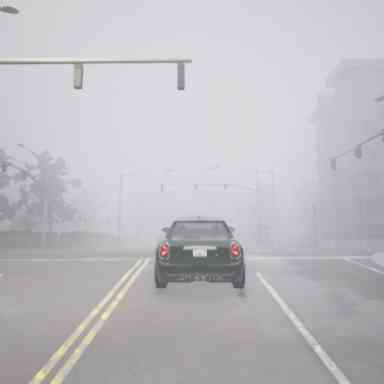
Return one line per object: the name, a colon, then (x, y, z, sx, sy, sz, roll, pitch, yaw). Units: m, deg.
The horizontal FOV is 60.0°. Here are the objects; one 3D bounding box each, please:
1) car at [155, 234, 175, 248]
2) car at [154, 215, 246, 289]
car: (-3.169, 5.885, 39.900, 1.837, 1.490, 4.892, 0, -9, 1)
car: (0.190, 1.421, 9.466, 2.097, 1.767, 4.553, 0, -1, 0)
